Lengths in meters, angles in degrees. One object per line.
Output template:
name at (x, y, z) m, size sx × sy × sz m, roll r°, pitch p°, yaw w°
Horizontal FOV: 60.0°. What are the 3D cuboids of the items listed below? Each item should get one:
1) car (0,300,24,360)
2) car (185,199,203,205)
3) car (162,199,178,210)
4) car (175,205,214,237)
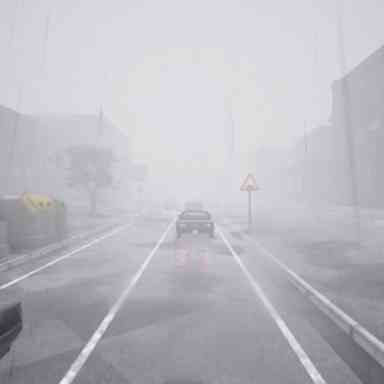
car at (-3.107, 1.601, 2.041) m, size 1.895 × 1.301 × 4.718 m, roll 0°, pitch 0°, yaw 0°
car at (0.222, 1.543, 36.489) m, size 1.882 × 1.535 × 5.008 m, roll 0°, pitch 0°, yaw 0°
car at (-2.925, 1.616, 45.170) m, size 2.033 × 1.411 × 5.357 m, roll 0°, pitch 0°, yaw 0°
car at (0.162, 1.632, 18.247) m, size 1.895 × 1.301 × 4.718 m, roll 0°, pitch 0°, yaw 0°
